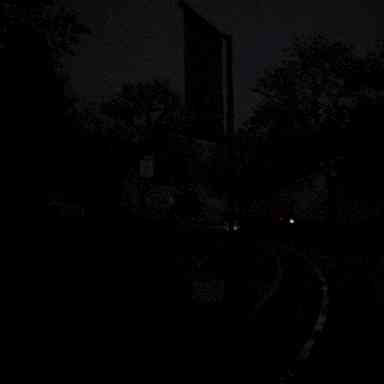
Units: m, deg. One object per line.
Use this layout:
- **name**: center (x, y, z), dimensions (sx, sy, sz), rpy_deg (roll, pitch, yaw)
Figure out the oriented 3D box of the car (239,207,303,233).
- **car**: center (4.593, 1.619, 19.895), dimensions (1.994, 1.385, 4.181), rpy_deg (0, -2, -24)
